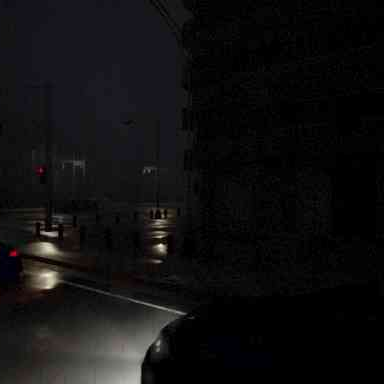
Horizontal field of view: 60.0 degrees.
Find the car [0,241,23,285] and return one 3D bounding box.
[{"bbox_3d":[-6.097,1.564,8.319,4.181,1.385,1.994,0,0,36],"label":"car"}]

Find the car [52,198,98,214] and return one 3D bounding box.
[{"bbox_3d":[-11.911,1.448,34.027,1.837,1.490,4.892,0,0,36],"label":"car"}]

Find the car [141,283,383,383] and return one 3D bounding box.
[{"bbox_3d":[1.538,1.563,2.894,4.181,1.385,1.994,0,0,36],"label":"car"}]
